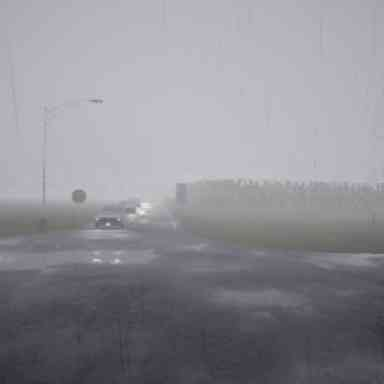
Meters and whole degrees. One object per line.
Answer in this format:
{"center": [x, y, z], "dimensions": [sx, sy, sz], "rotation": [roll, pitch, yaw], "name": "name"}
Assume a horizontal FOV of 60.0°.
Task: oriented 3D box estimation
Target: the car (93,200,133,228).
{"center": [-5.297, 1.531, 22.332], "dimensions": [2.033, 1.411, 5.357], "rotation": [1, 0, -7], "name": "car"}

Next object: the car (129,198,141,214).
{"center": [-6.865, 1.546, 35.710], "dimensions": [2.033, 1.411, 5.357], "rotation": [1, 0, -7], "name": "car"}

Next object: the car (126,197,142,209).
{"center": [-8.323, 1.557, 48.080], "dimensions": [2.033, 1.411, 5.357], "rotation": [1, 0, -7], "name": "car"}
